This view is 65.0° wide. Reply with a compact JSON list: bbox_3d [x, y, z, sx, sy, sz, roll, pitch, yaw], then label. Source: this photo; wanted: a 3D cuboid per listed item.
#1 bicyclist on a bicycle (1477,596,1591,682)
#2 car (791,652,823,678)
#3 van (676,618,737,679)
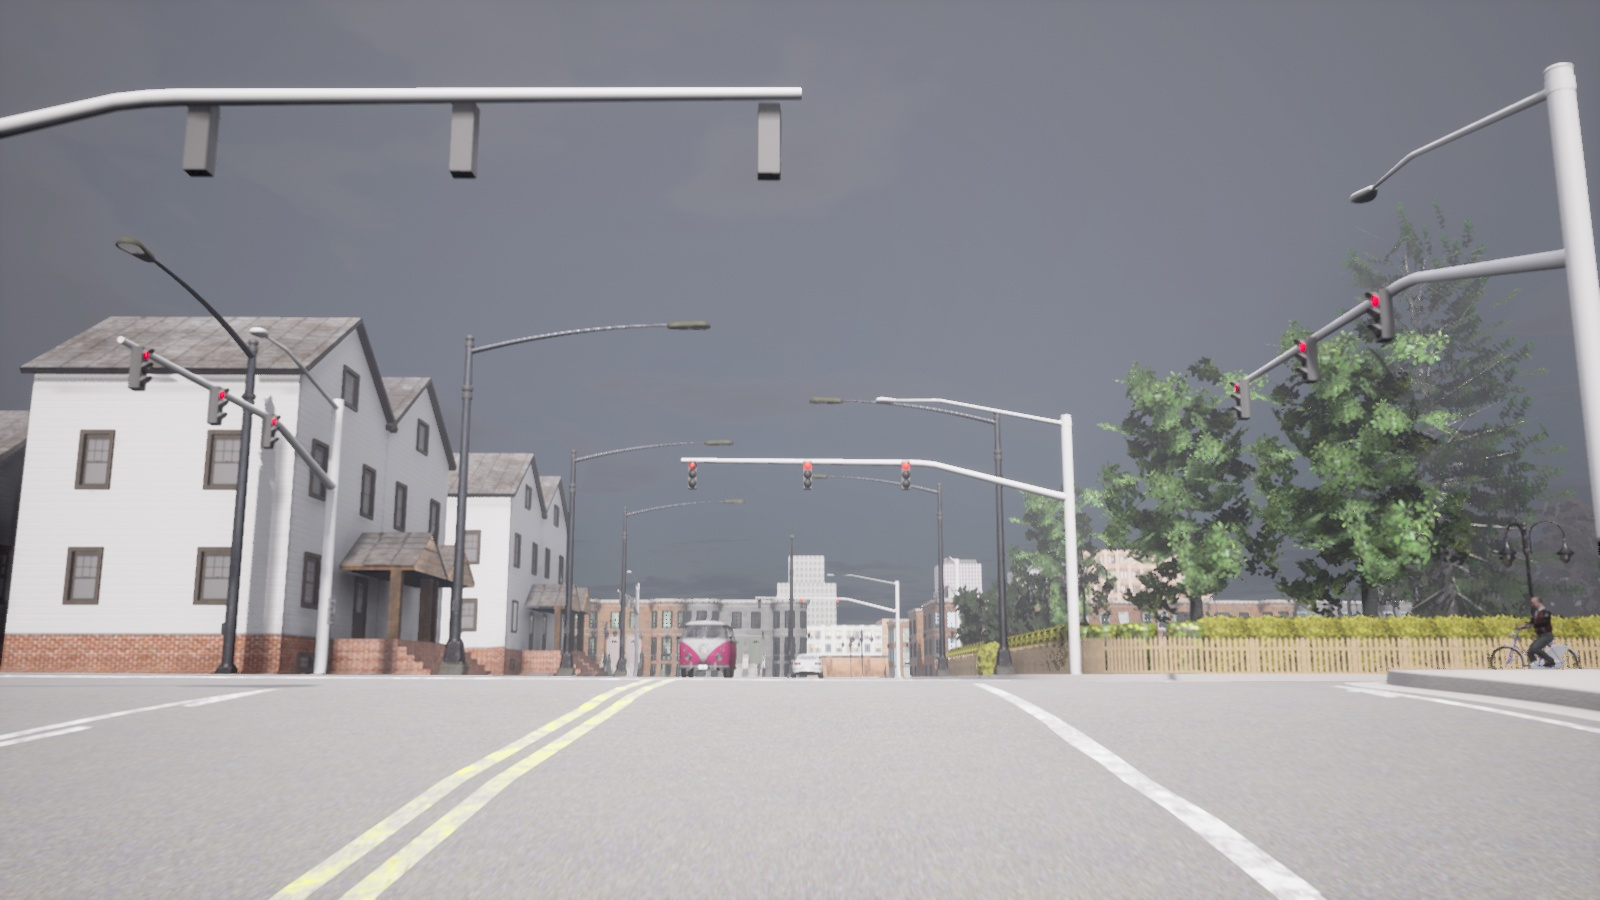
[{"bbox_3d":[15.491,3.997,26.545,1.843,1.776,0.659,0,-10,1],"label":"bicyclist on a bicycle"},{"bbox_3d":[0.431,12.715,74.106,1.812,1.442,4.674,0,-10,0],"label":"car"},{"bbox_3d":[-3.237,7.012,44.098,1.775,1.987,4.442,0,-10,0],"label":"van"}]
